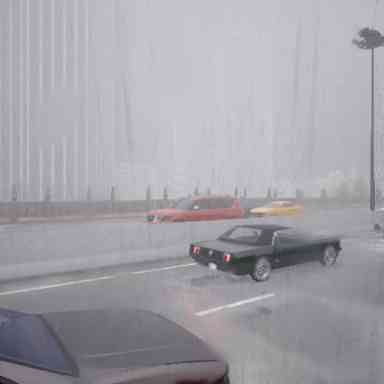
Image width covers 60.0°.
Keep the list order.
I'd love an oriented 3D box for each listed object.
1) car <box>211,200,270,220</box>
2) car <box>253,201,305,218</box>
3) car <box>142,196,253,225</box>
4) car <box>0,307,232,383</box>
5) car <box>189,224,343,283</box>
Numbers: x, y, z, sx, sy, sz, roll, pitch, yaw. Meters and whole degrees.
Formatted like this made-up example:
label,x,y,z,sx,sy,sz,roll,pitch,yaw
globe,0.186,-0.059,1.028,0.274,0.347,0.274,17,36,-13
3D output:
label,x,y,z,sx,sy,sz,roll,pitch,yaw
car,4.207,1.483,28.494,4.902,1.511,2.128,0,0,-35
car,6.744,1.469,26.005,5.008,1.535,1.882,0,0,-35
car,0.231,1.215,17.059,5.566,2.045,2.150,0,0,-36
car,-2.190,1.548,2.186,5.357,1.411,2.033,0,0,-36
car,2.335,1.596,9.715,4.718,1.301,1.895,0,0,-36
